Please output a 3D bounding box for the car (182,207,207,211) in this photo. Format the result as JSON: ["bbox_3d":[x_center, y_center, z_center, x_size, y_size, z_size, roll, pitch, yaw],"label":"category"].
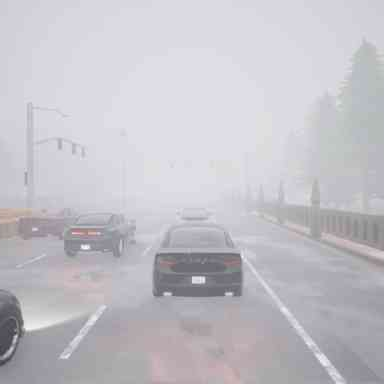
[{"bbox_3d":[0.130,1.526,17.965,1.812,1.442,4.674,0,0,0],"label":"car"}]

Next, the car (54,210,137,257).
[{"bbox_3d":[-3.379,1.505,12.976,1.837,1.490,4.892,0,0,0],"label":"car"}]

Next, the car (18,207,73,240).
[{"bbox_3d":[-6.905,1.478,17.010,1.882,1.535,5.008,0,0,-1],"label":"car"}]

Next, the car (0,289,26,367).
[{"bbox_3d":[-3.393,1.564,3.103,1.994,1.385,4.181,0,0,0],"label":"car"}]

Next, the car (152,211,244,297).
[{"bbox_3d":[0.117,1.478,8.629,1.882,1.535,5.008,0,0,0],"label":"car"}]
